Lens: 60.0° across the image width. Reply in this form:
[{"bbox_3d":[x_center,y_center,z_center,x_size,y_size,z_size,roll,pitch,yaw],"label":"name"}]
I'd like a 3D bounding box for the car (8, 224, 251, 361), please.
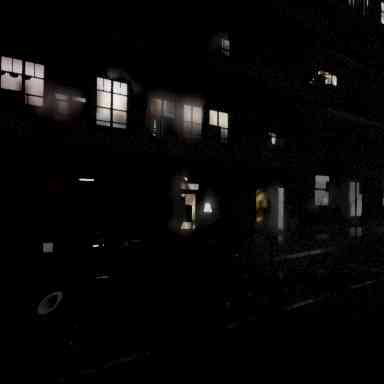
[{"bbox_3d":[-0.928,1.441,5.886,4.097,1.590,1.967,0,1,-36],"label":"car"}]
